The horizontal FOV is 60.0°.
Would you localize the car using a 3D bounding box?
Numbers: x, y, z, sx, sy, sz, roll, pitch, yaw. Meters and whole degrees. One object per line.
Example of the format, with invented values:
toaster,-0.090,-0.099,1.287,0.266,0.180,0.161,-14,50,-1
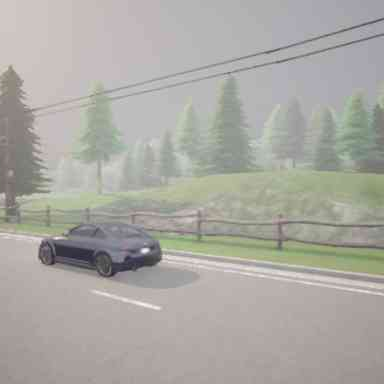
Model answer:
car,-2.929,1.609,10.378,4.181,1.385,1.994,0,0,35
